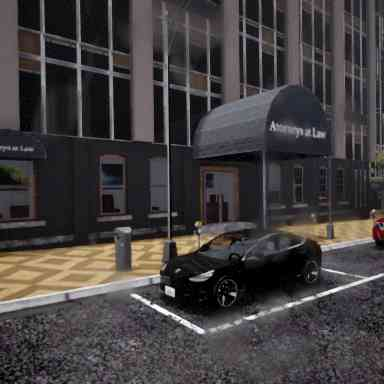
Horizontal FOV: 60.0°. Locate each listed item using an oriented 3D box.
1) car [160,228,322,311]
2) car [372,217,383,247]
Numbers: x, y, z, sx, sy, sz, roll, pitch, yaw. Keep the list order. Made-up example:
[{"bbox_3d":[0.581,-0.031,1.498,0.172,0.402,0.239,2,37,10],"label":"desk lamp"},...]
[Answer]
[{"bbox_3d":[1.309,1.565,7.792,4.313,1.339,1.947,0,-1,-37],"label":"car"},{"bbox_3d":[9.590,1.313,13.988,5.009,1.841,2.192,0,-1,-37],"label":"car"}]
